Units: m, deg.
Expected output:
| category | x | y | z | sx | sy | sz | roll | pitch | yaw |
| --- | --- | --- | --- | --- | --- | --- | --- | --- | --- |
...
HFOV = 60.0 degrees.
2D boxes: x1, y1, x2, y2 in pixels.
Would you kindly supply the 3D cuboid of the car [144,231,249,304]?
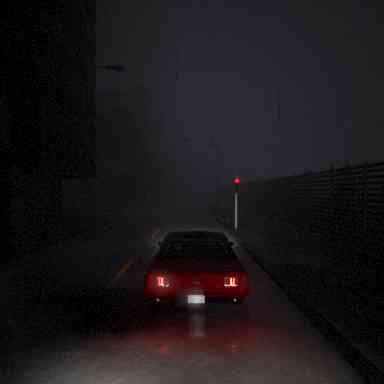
| category | x | y | z | sx | sy | sz | roll | pitch | yaw |
| --- | --- | --- | --- | --- | --- | --- | --- | --- | --- |
| car | 0.089 | 1.601 | 8.082 | 1.895 | 1.301 | 4.718 | 0 | 0 | 0 |
